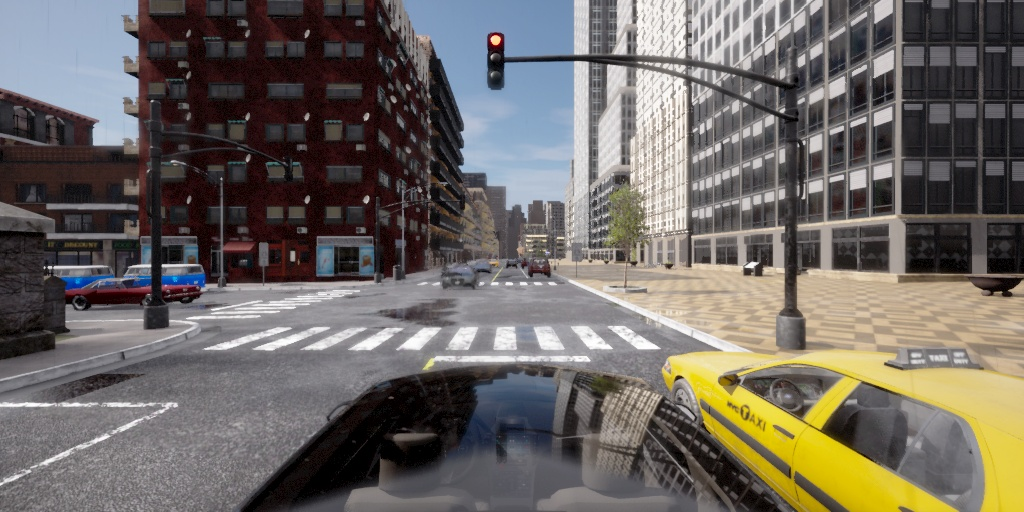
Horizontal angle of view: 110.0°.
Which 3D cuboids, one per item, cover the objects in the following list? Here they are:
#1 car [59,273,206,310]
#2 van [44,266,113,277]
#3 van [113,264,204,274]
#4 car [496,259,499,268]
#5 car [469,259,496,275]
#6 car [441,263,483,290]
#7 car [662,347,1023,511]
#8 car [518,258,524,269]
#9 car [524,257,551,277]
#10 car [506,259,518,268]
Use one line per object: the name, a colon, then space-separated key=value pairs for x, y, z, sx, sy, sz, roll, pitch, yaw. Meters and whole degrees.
car: x=-16.578 y=1.603 z=15.758 sx=4.718 sy=1.301 sz=1.895 roll=-1 pitch=0 yaw=-1
van: x=-26.348 y=1.481 z=21.439 sx=3.998 sy=1.789 sz=1.690 roll=0 pitch=0 yaw=-1
van: x=-20.810 y=1.391 z=21.502 sx=3.998 sy=1.789 sz=1.690 roll=0 pitch=0 yaw=-1
car: x=-3.195 y=1.269 z=61.534 sx=1.882 sy=1.535 sz=5.008 roll=0 pitch=0 yaw=0
car: x=-3.184 y=1.311 z=39.593 sx=2.033 sy=1.411 sz=5.357 roll=0 pitch=0 yaw=0
car: x=-3.147 y=1.333 z=22.715 sx=1.994 sy=1.385 sz=4.181 roll=0 pitch=0 yaw=0
car: x=2.690 y=1.275 z=2.554 sx=1.751 sy=1.417 sz=4.829 roll=0 pitch=0 yaw=0
car: x=2.566 y=1.099 z=56.901 sx=2.192 sy=1.841 sz=5.009 roll=0 pitch=0 yaw=0
car: x=2.616 y=1.074 z=34.796 sx=2.192 sy=1.841 sz=5.009 roll=0 pitch=0 yaw=0
car: x=-0.034 y=1.297 z=61.655 sx=1.837 sy=1.490 sz=4.892 roll=0 pitch=0 yaw=0
